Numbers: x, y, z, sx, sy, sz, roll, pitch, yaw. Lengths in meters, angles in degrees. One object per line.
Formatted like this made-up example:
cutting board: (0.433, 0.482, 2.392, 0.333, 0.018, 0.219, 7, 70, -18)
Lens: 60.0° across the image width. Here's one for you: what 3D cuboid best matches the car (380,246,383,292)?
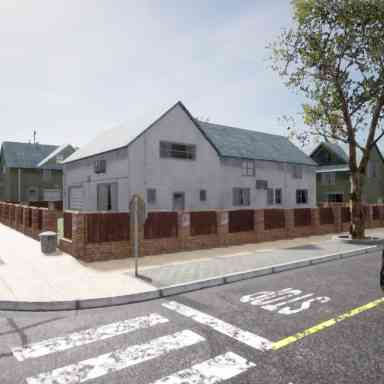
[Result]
car: (6.097, 1.329, 7.060, 5.566, 2.045, 2.150, 1, -2, -38)
